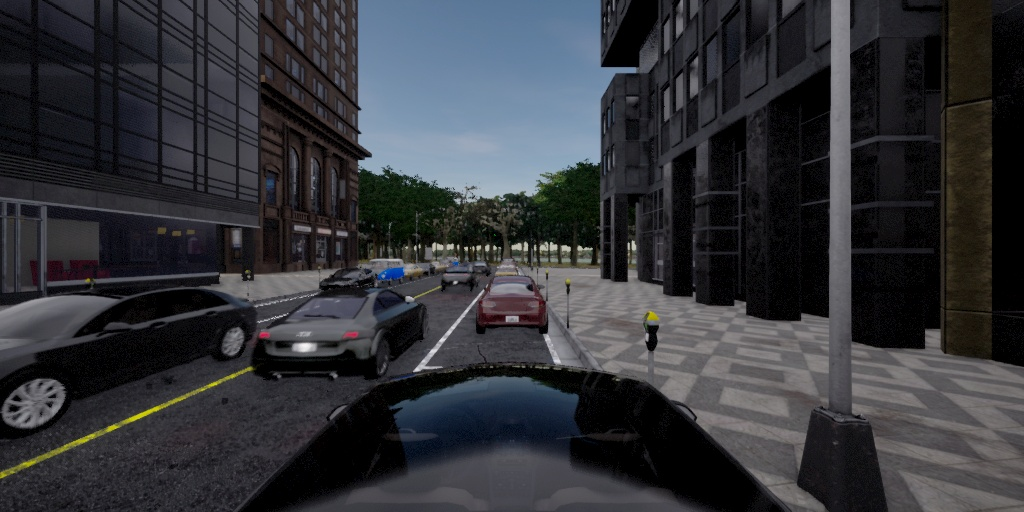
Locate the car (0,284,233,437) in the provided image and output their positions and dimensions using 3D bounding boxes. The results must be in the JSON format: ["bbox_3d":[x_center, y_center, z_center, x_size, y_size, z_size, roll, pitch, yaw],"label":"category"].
[{"bbox_3d":[-6.246,1.255,5.499,1.837,1.490,4.892,0,0,0],"label":"car"}]

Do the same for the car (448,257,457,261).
[{"bbox_3d":[-8.908,1.201,47.173,1.967,1.591,4.097,0,0,0],"label":"car"}]

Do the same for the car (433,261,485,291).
[{"bbox_3d":[-3.047,1.241,21.863,2.128,1.511,4.902,0,0,0],"label":"car"}]

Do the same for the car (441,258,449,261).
[{"bbox_3d":[-8.908,1.284,41.566,1.751,1.417,4.829,0,0,0],"label":"car"}]

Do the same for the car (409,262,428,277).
[{"bbox_3d":[-8.908,1.280,30.691,1.751,1.417,4.829,0,0,0],"label":"car"}]

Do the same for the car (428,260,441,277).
[{"bbox_3d":[-8.908,1.322,36.298,1.948,1.339,4.313,0,0,0],"label":"car"}]

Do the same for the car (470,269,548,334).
[{"bbox_3d":[0.003,1.276,10.500,1.812,1.442,4.674,0,0,0],"label":"car"}]

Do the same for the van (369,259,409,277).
[{"bbox_3d":[-8.908,1.093,25.423,1.690,1.789,3.998,0,0,0],"label":"van"}]

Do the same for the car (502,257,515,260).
[{"bbox_3d":[-0.383,1.196,36.298,1.967,1.591,4.097,0,0,0],"label":"car"}]

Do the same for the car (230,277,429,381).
[{"bbox_3d":[-3.045,1.314,7.269,1.994,1.385,4.181,0,0,0],"label":"car"}]

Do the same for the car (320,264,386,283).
[{"bbox_3d":[-8.908,1.317,19.986,1.948,1.339,4.313,0,0,0],"label":"car"}]

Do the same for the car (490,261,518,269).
[{"bbox_3d":[-0.383,1.278,25.593,1.751,1.417,4.829,0,0,0],"label":"car"}]

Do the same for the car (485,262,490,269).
[{"bbox_3d":[-3.152,1.282,36.677,1.812,1.442,4.674,0,0,0],"label":"car"}]
